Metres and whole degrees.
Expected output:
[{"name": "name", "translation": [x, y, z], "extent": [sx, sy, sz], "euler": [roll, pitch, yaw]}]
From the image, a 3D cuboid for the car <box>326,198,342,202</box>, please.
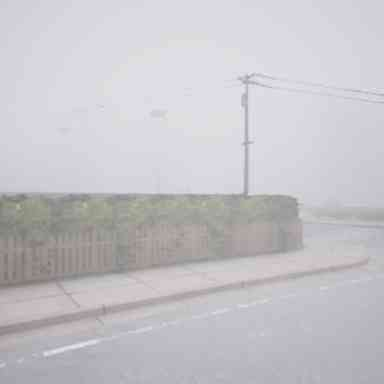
[{"name": "car", "translation": [23.801, 1.791, 55.545], "extent": [2.242, 1.667, 4.611], "euler": [0, 0, 35]}]
